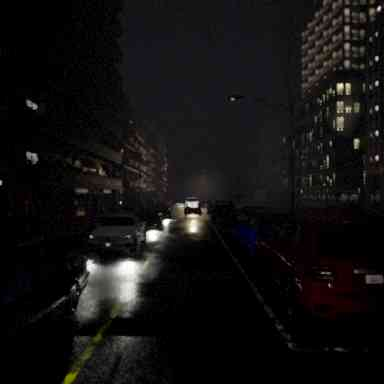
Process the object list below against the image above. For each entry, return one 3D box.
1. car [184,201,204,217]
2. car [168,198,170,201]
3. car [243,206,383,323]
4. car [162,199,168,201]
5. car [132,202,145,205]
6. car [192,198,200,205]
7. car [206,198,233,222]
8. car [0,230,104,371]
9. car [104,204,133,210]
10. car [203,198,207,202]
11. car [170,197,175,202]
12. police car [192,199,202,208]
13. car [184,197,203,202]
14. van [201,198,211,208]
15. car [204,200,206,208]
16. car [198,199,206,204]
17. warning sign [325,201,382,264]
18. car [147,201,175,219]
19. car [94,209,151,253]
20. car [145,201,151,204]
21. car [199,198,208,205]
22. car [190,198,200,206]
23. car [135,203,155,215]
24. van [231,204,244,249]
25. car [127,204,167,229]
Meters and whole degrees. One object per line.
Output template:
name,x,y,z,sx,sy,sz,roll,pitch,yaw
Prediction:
car,0.091,2.004,36.935,1.895,1.301,4.718,0,-1,0
car,-5.685,2.244,62.544,1.887,1.381,4.507,0,-1,0
car,2.686,1.392,7.283,2.192,1.841,5.009,0,-1,0
car,-5.686,2.158,56.849,1.752,1.417,4.829,0,-1,0
car,-5.690,1.863,29.386,1.887,1.381,4.507,0,-1,0
car,0.899,2.390,81.733,1.801,1.575,5.366,0,-1,0
car,2.689,1.633,29.387,2.192,1.841,5.009,0,-1,0
car,-3.101,1.601,4.952,2.033,1.411,5.357,0,-1,0
car,-5.691,1.808,23.860,2.008,1.369,4.403,0,-1,0
car,2.694,2.161,57.187,1.752,1.417,4.829,0,-1,0
car,-5.683,2.446,79.123,1.887,1.381,4.507,0,-1,0
police car,0.910,2.161,65.652,1.930,1.638,5.238,0,-1,0
car,0.010,1.743,47.245,2.150,2.045,5.566,0,0,0
van,2.694,2.040,62.544,1.690,1.788,3.998,0,-1,0
car,2.691,1.987,40.438,1.887,1.381,4.507,0,-1,0
car,2.699,2.620,90.174,1.802,1.307,4.206,0,-1,0
warning sign,5.073,1.226,10.541,1.300,1.860,1.060,0,0,0
car,-3.045,1.929,33.545,1.994,1.385,4.181,0,-1,0
car,-3.092,1.680,14.538,1.812,1.442,4.674,0,-1,0
car,-5.690,1.821,34.914,1.967,1.590,4.097,0,-1,0
car,2.696,2.341,79.122,1.967,1.590,4.097,0,-1,0
car,0.773,2.209,75.555,2.097,1.767,4.553,0,-1,3
car,-5.689,2.026,40.439,1.802,1.307,4.206,0,-1,0
van,2.686,1.477,12.808,1.690,1.788,3.998,0,-1,0
car,-3.084,1.818,23.621,1.994,1.385,4.181,0,-1,0
